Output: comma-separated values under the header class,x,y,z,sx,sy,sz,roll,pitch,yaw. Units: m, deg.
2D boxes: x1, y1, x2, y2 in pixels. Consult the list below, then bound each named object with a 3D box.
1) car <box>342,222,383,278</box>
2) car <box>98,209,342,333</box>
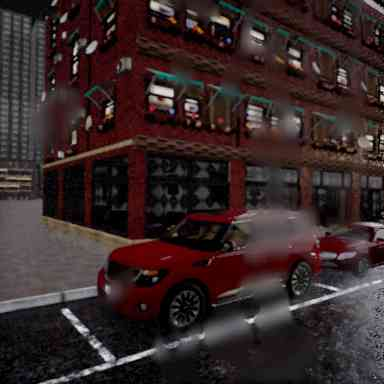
class,x,y,z,sx,sy,sz,roll,pitch,yaw
car,5.198,1.622,10.251,4.206,1.307,1.802,0,1,-35
car,0.664,1.333,7.014,5.009,1.841,2.192,0,1,-35
